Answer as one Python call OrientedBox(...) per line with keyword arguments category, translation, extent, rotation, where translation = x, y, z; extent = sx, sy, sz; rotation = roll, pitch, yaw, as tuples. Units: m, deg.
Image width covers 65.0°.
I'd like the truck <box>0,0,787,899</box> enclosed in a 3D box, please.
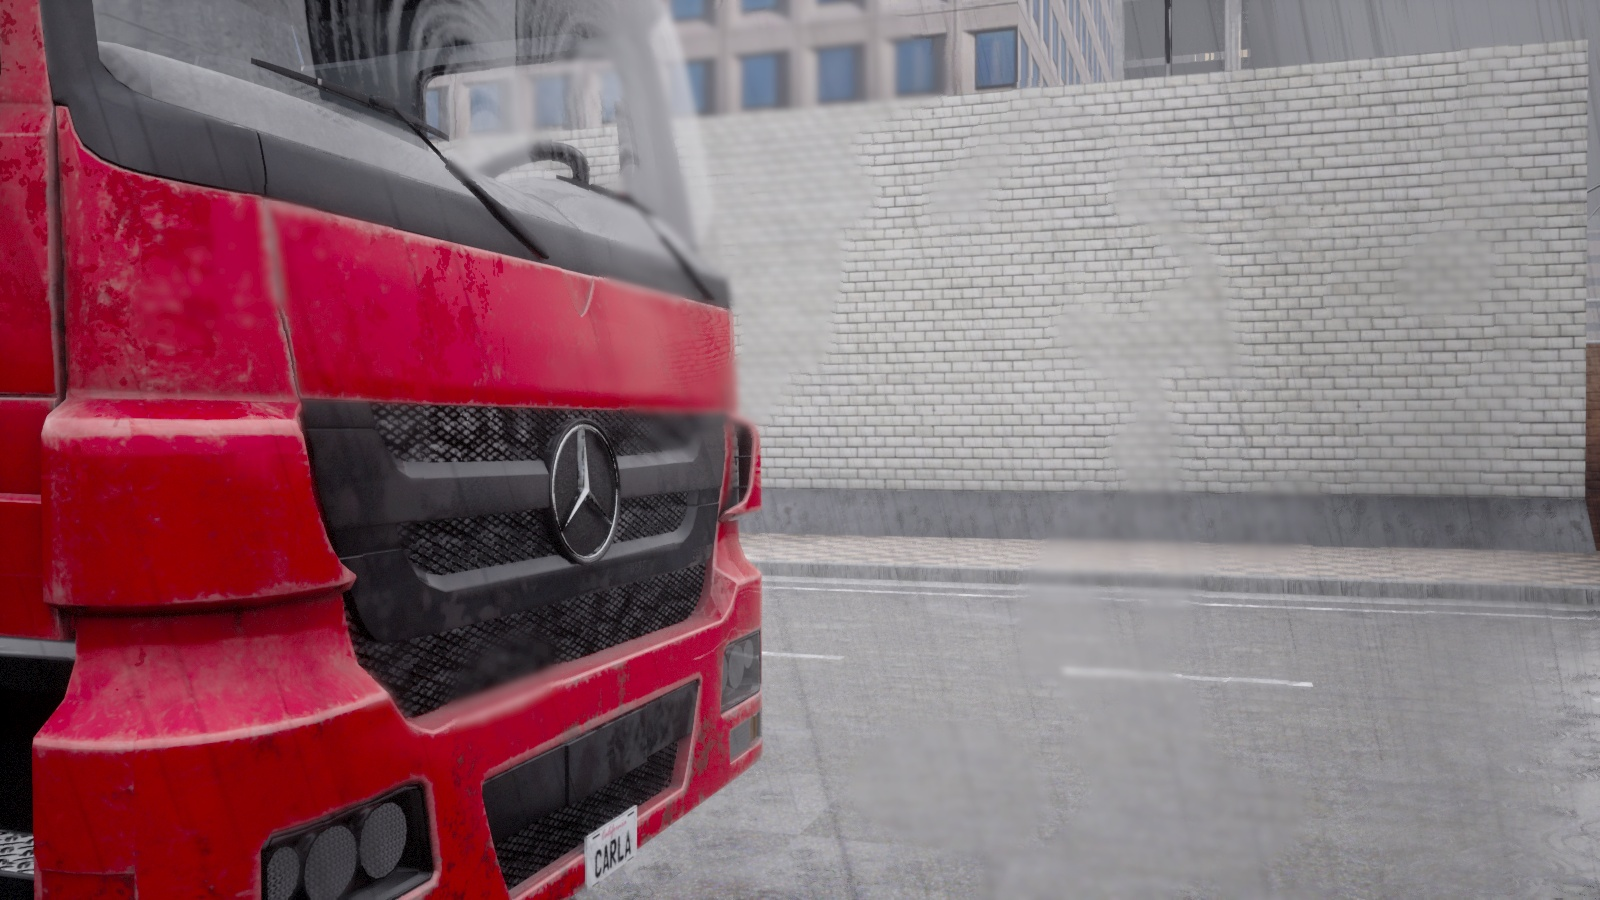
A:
OrientedBox(category="truck", translation=(-4.275, -0.245, 4.614), extent=(7.936, 3.462, 2.891), rotation=(1, 1, 19))
